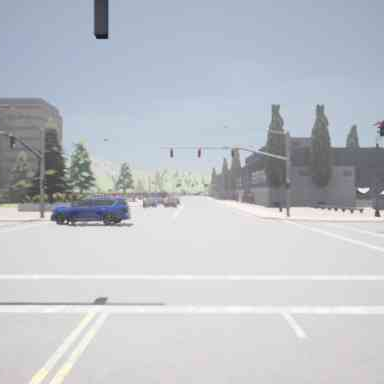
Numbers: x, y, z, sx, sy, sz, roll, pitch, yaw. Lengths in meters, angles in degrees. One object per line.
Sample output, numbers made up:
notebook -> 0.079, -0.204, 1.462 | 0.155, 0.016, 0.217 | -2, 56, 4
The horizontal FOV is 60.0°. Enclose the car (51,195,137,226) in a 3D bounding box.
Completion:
car -> -7.142, 1.398, 23.910 | 5.566, 2.045, 2.150 | 0, 0, 1

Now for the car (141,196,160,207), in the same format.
car -> -7.059, 1.837, 56.207 | 1.812, 1.442, 4.674 | 0, 0, 0

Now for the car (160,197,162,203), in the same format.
car -> -6.995, 1.911, 71.566 | 1.812, 1.442, 4.674 | 0, 0, 0

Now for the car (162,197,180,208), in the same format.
car -> -3.559, 1.790, 56.226 | 1.882, 1.535, 5.008 | 0, -1, 0
